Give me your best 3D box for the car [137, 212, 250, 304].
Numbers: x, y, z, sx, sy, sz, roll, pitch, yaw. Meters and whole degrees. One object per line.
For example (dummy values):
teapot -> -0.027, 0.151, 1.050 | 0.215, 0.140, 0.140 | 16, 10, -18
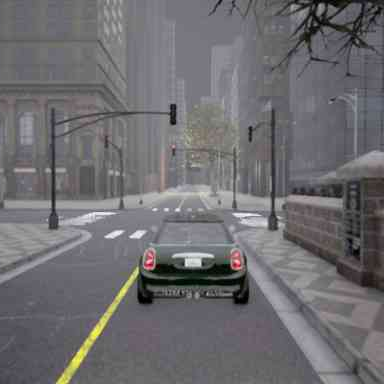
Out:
car -> 0.034, 1.241, 8.033 | 2.097, 1.767, 4.553 | 0, 1, 0
